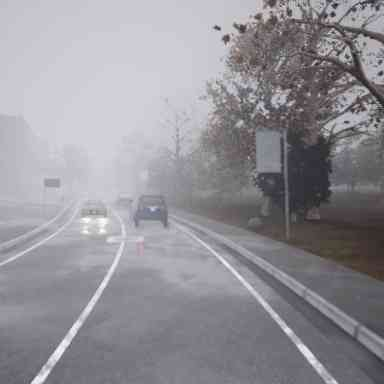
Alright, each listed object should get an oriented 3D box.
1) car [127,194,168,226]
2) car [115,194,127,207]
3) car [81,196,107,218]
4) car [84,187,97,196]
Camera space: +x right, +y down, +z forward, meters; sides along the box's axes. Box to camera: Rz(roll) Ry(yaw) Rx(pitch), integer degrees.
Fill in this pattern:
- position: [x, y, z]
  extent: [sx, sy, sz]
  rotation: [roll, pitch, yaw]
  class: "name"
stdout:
- position: [-3.060, 1.141, 23.102]
  extent: [2.150, 2.045, 5.566]
  rotation: [1, 1, -14]
  class: "car"
- position: [-8.398, 1.007, 41.014]
  extent: [1.882, 1.535, 5.008]
  rotation: [1, 1, -18]
  class: "car"
- position: [-8.040, 1.320, 27.418]
  extent: [1.994, 1.385, 4.181]
  rotation: [1, 1, -16]
  class: "car"
- position: [-20.446, 0.045, 66.849]
  extent: [2.150, 2.045, 5.566]
  rotation: [1, 1, -18]
  class: "car"
